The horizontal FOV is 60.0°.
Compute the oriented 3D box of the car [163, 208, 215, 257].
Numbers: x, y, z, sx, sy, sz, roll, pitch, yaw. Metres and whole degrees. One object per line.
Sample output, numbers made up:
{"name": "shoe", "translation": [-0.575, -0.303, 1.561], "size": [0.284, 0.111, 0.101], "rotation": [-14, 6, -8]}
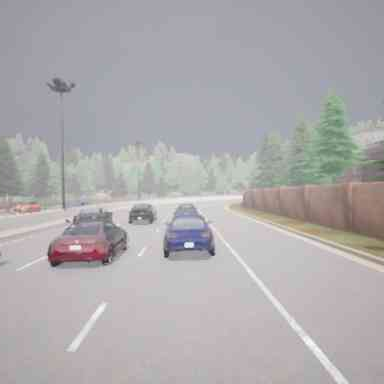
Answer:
{"name": "car", "translation": [-0.141, 1.580, 13.220], "size": [1.812, 1.442, 4.674], "rotation": [-1, 0, -1]}

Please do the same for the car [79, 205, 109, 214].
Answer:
{"name": "car", "translation": [-7.428, 1.865, 25.624], "size": [1.895, 1.301, 4.718], "rotation": [-1, 0, -1]}

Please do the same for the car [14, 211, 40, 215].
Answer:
{"name": "car", "translation": [-21.773, 2.004, 43.716], "size": [2.097, 1.767, 4.553], "rotation": [-1, 0, 1]}

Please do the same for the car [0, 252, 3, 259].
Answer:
{"name": "car", "translation": [-7.064, 1.737, 8.361], "size": [2.033, 1.411, 5.357], "rotation": [-1, 0, -1]}

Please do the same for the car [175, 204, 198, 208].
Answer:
{"name": "car", "translation": [-0.469, 1.682, 27.948], "size": [1.994, 1.385, 4.181], "rotation": [-1, 0, -1]}

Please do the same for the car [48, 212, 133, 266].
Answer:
{"name": "car", "translation": [-3.622, 1.692, 12.236], "size": [1.994, 1.385, 4.181], "rotation": [-1, 0, -1]}

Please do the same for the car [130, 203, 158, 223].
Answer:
{"name": "car", "translation": [-3.956, 1.700, 27.218], "size": [1.837, 1.490, 4.892], "rotation": [-1, 0, -1]}
